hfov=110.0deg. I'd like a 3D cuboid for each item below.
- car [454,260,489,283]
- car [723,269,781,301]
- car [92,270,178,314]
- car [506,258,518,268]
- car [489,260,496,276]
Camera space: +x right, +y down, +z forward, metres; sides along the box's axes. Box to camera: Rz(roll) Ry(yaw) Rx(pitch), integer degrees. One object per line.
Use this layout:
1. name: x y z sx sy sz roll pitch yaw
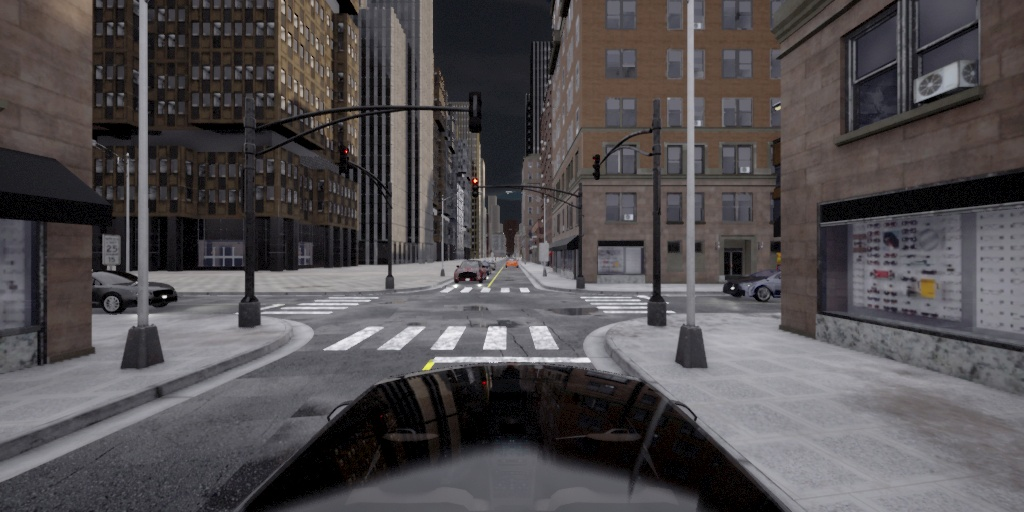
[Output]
1. car: -3.153 1.100 27.788 2.097 1.767 4.553 0 0 0
2. car: 12.222 1.311 16.654 4.181 1.385 1.994 0 0 -1
3. car: -15.257 1.258 13.222 4.892 1.490 1.837 0 0 0
4. car: -0.014 1.094 61.426 2.097 1.767 4.553 0 0 0
5. car: -3.167 1.294 38.046 2.033 1.411 5.357 0 0 0
